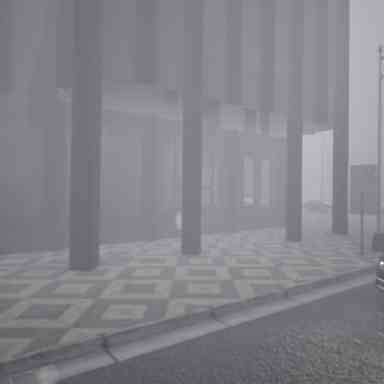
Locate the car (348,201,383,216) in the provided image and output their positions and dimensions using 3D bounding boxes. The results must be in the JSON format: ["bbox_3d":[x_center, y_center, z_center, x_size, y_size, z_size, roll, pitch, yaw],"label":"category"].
[{"bbox_3d":[16.157,1.445,29.019,1.752,1.417,4.829,1,-1,-36],"label":"car"}]

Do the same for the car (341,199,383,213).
[{"bbox_3d":[19.845,1.589,38.493,2.008,1.369,4.403,1,-1,-36],"label":"car"}]

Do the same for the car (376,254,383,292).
[{"bbox_3d":[6.074,1.497,7.588,4.902,1.511,2.128,0,0,-36],"label":"car"}]

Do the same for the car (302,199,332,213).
[{"bbox_3d":[12.964,1.452,33.461,1.887,1.381,4.507,1,-1,-36],"label":"car"}]
